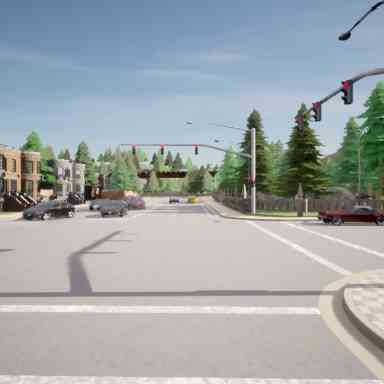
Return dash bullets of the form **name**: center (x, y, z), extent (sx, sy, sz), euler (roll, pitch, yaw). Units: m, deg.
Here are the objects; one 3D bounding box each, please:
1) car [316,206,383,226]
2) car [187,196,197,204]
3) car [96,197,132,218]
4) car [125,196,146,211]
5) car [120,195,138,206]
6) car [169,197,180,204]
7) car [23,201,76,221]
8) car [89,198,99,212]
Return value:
- **car**: center (11.176, 1.601, 22.934), extent (4.718, 1.301, 1.895), euler (0, 0, 2)
- **car**: center (0.063, 1.477, 64.966), extent (1.882, 1.535, 5.008), euler (0, 0, 0)
- **car**: center (-6.963, 1.504, 30.148), extent (1.837, 1.490, 4.892), euler (0, 0, -3)
- **car**: center (-7.105, 1.351, 41.561), extent (2.097, 1.767, 4.553), euler (0, 0, 0)
- **car**: center (-10.532, 1.418, 55.712), extent (2.097, 1.767, 4.553), euler (0, 0, 0)
- **car**: center (-3.437, 1.601, 65.254), extent (1.895, 1.301, 4.718), euler (0, 0, 0)
- **car**: center (-11.552, 1.505, 27.311), extent (1.837, 1.490, 4.892), euler (1, 0, 17)
- **car**: center (-10.612, 1.491, 39.012), extent (2.128, 1.511, 4.902), euler (0, 0, 0)
